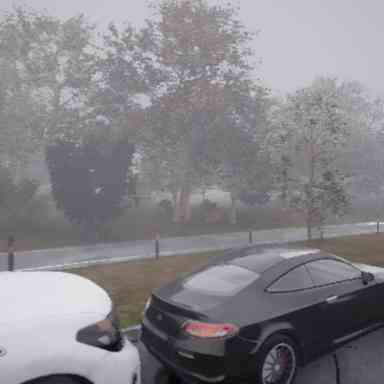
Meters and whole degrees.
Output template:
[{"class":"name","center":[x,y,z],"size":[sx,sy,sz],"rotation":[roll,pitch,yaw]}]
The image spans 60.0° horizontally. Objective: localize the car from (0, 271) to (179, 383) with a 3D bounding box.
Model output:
[{"class":"car","center":[-3.074,1.219,1.923],"size":[5.566,2.045,2.435],"rotation":[-1,0,-38]}]

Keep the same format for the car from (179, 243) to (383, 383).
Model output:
[{"class":"car","center":[1.507,1.521,5.077],"size":[4.674,1.452,2.002],"rotation":[-1,0,-34]}]
